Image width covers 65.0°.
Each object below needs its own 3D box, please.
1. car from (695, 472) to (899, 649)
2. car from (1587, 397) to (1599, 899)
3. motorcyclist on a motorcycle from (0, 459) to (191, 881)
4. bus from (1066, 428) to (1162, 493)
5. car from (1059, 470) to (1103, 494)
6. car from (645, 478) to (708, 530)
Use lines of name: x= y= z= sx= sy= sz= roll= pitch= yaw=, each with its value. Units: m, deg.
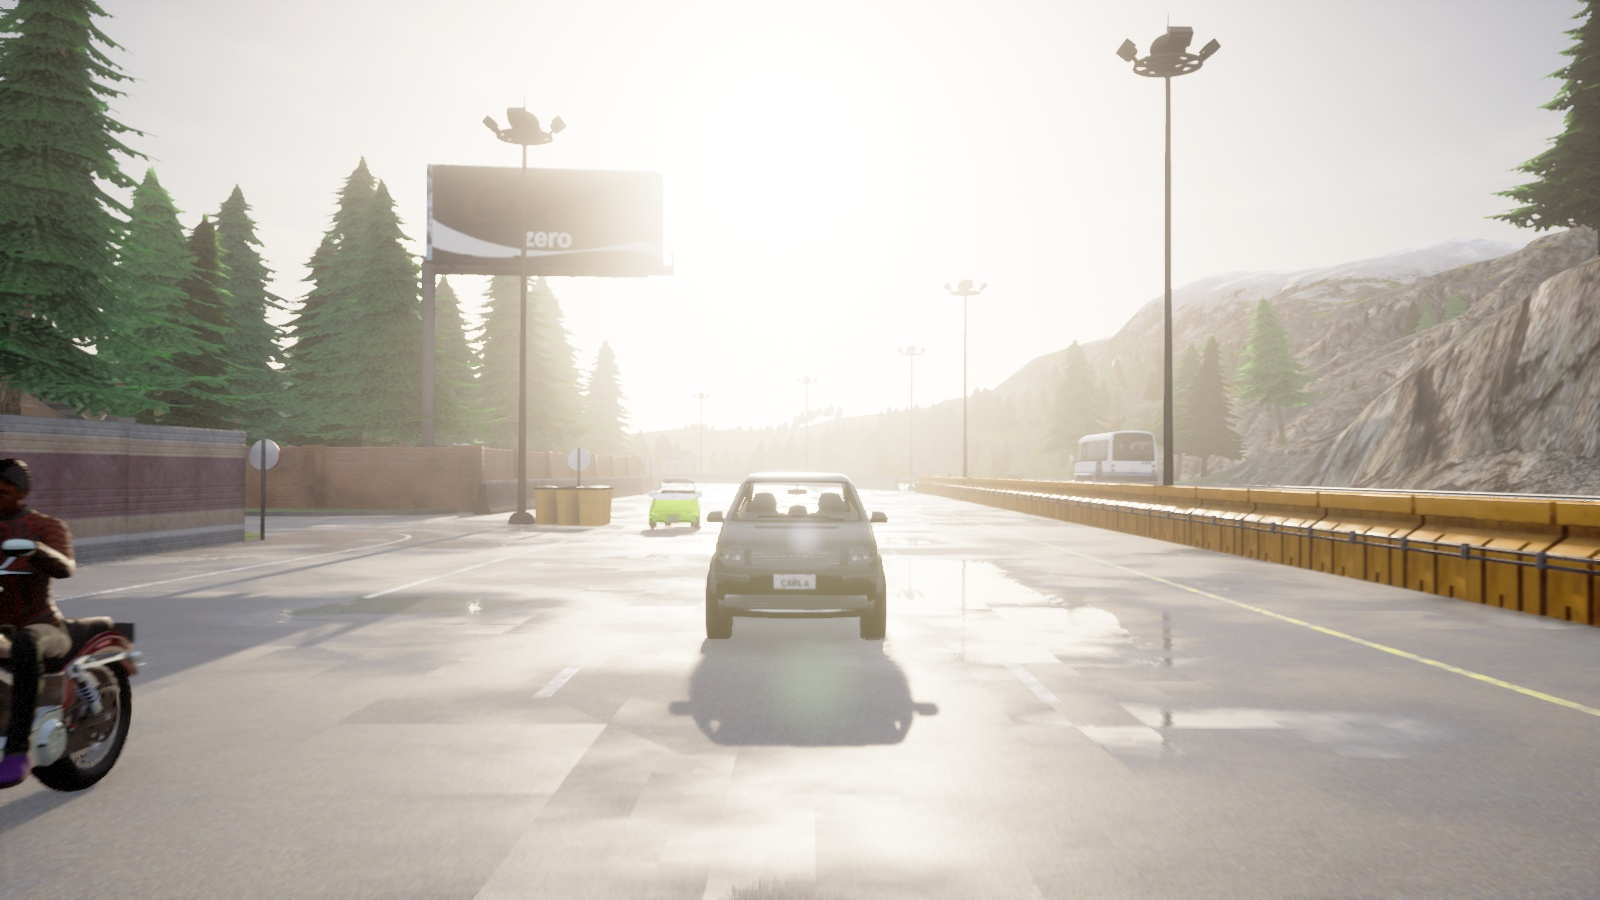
car: x=-0.020 y=1.011 z=12.905 sx=1.789 sy=1.549 sz=3.705 roll=0 pitch=-1 yaw=0
car: x=3.495 y=0.685 z=1.600 sx=2.097 sy=1.767 sz=4.553 roll=0 pitch=-1 yaw=0
motorcyclist on a motorcycle: x=-3.515 y=0.867 z=5.289 sx=0.766 sy=1.649 sz=2.350 roll=0 pitch=-1 yaw=0
bus: x=21.616 y=0.813 z=87.304 sx=3.944 sy=4.253 sz=10.273 roll=0 pitch=-1 yaw=-1
car: x=18.165 y=2.068 z=81.277 sx=1.970 sy=1.475 sz=3.806 roll=0 pitch=-1 yaw=0
car: x=-3.334 y=1.455 z=34.230 sx=1.481 sy=1.376 sz=2.207 roll=0 pitch=-1 yaw=0
